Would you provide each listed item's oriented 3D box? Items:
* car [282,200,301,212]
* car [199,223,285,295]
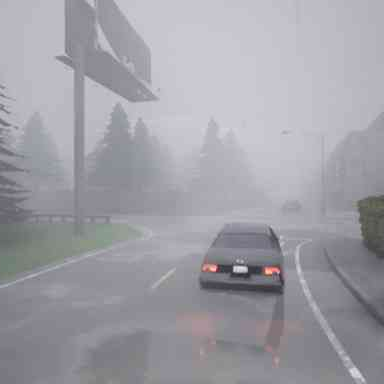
[{"bbox_3d":[11.405,1.543,38.161,1.994,1.385,4.181,0,0,20],"label":"car"},{"bbox_3d":[1.458,1.543,8.882,2.033,1.411,5.357,0,0,12],"label":"car"}]
